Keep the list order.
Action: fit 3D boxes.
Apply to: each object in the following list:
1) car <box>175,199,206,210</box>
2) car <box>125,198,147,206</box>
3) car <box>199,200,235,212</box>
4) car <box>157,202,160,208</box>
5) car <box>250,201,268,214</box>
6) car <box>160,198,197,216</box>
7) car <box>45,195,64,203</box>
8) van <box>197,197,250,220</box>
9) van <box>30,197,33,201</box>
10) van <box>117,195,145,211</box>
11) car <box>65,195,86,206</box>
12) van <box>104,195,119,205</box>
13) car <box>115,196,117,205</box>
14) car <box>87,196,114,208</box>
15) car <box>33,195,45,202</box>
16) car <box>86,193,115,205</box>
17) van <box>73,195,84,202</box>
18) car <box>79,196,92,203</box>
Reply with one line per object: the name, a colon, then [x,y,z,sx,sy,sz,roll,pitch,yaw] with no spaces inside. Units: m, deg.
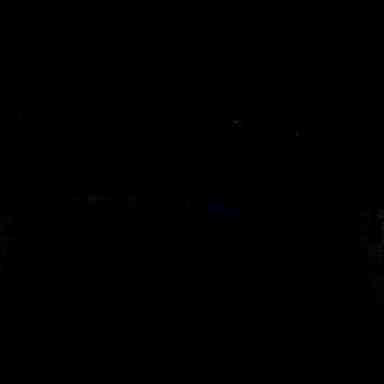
car: [-0.253,1.692,45.258,1.887,1.381,4.507,1,-1,-36]
car: [-9.930,1.757,58.716,1.887,1.381,4.507,1,-1,-36]
car: [2.973,1.671,40.772,1.887,1.381,4.507,1,-1,-36]
car: [-3.577,1.695,49.882,1.752,1.417,4.829,1,-1,-36]
car: [6.199,1.650,36.286,1.887,1.381,4.507,1,-1,-36]
car: [-0.758,1.520,31.309,1.887,1.381,4.507,1,-1,-36]
car: [-29.673,1.694,71.553,1.752,1.417,4.829,1,-1,-36]
van: [2.467,1.296,26.823,1.690,1.788,3.998,1,-1,-36]
van: [-39.441,1.577,85.153,1.690,1.788,3.998,1,-1,-36]
van: [-7.204,1.359,40.284,1.690,1.788,3.998,1,-1,-36]
car: [-20.101,1.655,58.230,2.008,1.369,4.403,1,-1,-36]
van: [-16.380,1.597,67.690,1.690,1.788,3.998,1,-1,-36]
car: [-13.154,1.549,63.204,2.192,1.841,5.009,1,-1,-36]
car: [-13.654,1.643,49.256,1.802,1.307,4.206,1,-1,-36]
car: [-36.217,1.528,80.666,2.192,1.841,5.009,1,-1,-36]
car: [-15.676,1.246,56.835,2.150,2.045,5.566,1,-1,-36]
van: [-29.282,1.684,85.634,1.690,1.788,3.998,1,-1,-36]
car: [-26.058,1.761,81.147,1.967,1.590,4.097,1,-1,-36]
